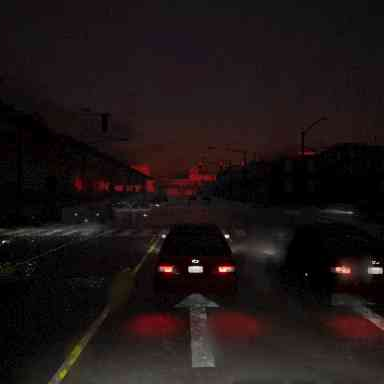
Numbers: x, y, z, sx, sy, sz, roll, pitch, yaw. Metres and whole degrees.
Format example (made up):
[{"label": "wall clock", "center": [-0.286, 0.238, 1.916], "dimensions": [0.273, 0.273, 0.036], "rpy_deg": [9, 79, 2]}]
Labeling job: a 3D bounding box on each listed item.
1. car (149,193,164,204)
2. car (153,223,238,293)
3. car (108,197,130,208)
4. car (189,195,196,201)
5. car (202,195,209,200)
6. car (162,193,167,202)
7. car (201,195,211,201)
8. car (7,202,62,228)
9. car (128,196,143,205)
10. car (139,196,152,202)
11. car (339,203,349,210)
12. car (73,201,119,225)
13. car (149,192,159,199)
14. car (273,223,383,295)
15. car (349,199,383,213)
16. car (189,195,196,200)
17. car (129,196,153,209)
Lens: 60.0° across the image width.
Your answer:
[{"label": "car", "center": [-6.913, 1.478, 61.492], "dimensions": [1.882, 1.535, 5.008], "rpy_deg": [0, 0, 1]}, {"label": "car", "center": [0.091, 1.547, 8.962], "dimensions": [2.033, 1.411, 5.357], "rpy_deg": [0, 0, 0]}, {"label": "car", "center": [-10.482, 1.506, 46.660], "dimensions": [1.837, 1.490, 4.892], "rpy_deg": [0, 0, 0]}, {"label": "car", "center": [0.207, 1.540, 83.246], "dimensions": [2.033, 1.411, 5.357], "rpy_deg": [0, 0, 0]}, {"label": "car", "center": [3.733, 1.524, 94.009], "dimensions": [1.812, 1.442, 4.674], "rpy_deg": [0, 0, 0]}, {"label": "car", "center": [-6.814, 1.225, 74.837], "dimensions": [2.150, 2.045, 5.566], "rpy_deg": [0, 0, 0]}, {"label": "car", "center": [3.709, 1.553, 84.194], "dimensions": [1.994, 1.385, 4.181], "rpy_deg": [0, 0, 0]}, {"label": "car", "center": [-10.544, 1.477, 22.578], "dimensions": [1.882, 1.535, 5.008], "rpy_deg": [0, 0, 0]}, {"label": "car", "center": [-10.414, 1.478, 61.284], "dimensions": [1.882, 1.535, 5.008], "rpy_deg": [0, 0, 1]}, {"label": "car", "center": [-10.316, 1.540, 74.095], "dimensions": [2.033, 1.411, 5.357], "rpy_deg": [0, 0, 0]}, {"label": "car", "center": [20.634, 1.547, 39.879], "dimensions": [5.357, 1.411, 2.033], "rpy_deg": [0, 0, 0]}, {"label": "car", "center": [-7.040, 1.601, 24.386], "dimensions": [1.895, 1.301, 4.718], "rpy_deg": [0, 0, 0]}, {"label": "car", "center": [-10.279, 0.970, 89.327], "dimensions": [2.097, 1.767, 4.553], "rpy_deg": [0, 0, 0]}, {"label": "car", "center": [3.582, 1.547, 8.854], "dimensions": [2.033, 1.411, 5.357], "rpy_deg": [0, 0, 2]}, {"label": "car", "center": [20.050, 1.564, 36.375], "dimensions": [4.181, 1.385, 1.994], "rpy_deg": [0, 0, 0]}, {"label": "car", "center": [0.232, 1.500, 93.755], "dimensions": [1.837, 1.490, 4.892], "rpy_deg": [0, 0, 0]}, {"label": "car", "center": [-6.984, 1.601, 46.119], "dimensions": [1.895, 1.301, 4.718], "rpy_deg": [0, 0, 0]}]
